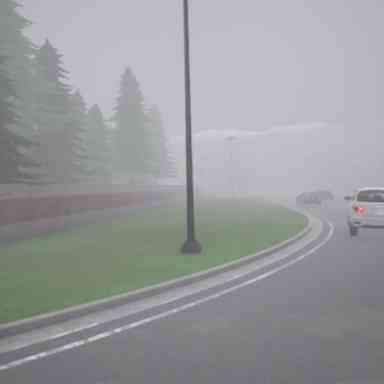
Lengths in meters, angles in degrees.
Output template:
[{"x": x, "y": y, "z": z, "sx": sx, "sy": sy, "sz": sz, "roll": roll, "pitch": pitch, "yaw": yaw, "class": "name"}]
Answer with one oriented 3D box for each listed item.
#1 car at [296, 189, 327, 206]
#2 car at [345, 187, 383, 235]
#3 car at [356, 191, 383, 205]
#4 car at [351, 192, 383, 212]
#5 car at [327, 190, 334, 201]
[{"x": 12.554, "y": 0.704, "z": 35.929, "sx": 2.033, "sy": 1.411, "sz": 5.357, "roll": -1, "pitch": 1, "yaw": 7, "class": "car"}, {"x": 8.452, "y": 0.789, "z": 15.454, "sx": 2.150, "sy": 2.045, "sz": 5.566, "roll": 0, "pitch": 1, "yaw": 24, "class": "car"}, {"x": 19.600, "y": 0.592, "z": 35.988, "sx": 1.895, "sy": 1.301, "sz": 4.718, "roll": -1, "pitch": 1, "yaw": 7, "class": "car"}, {"x": 14.824, "y": 0.761, "z": 27.333, "sx": 1.812, "sy": 1.442, "sz": 4.674, "roll": -1, "pitch": 1, "yaw": 9, "class": "car"}, {"x": 17.040, "y": 0.436, "z": 43.511, "sx": 1.837, "sy": 1.490, "sz": 4.892, "roll": -1, "pitch": 0, "yaw": 7, "class": "car"}]
